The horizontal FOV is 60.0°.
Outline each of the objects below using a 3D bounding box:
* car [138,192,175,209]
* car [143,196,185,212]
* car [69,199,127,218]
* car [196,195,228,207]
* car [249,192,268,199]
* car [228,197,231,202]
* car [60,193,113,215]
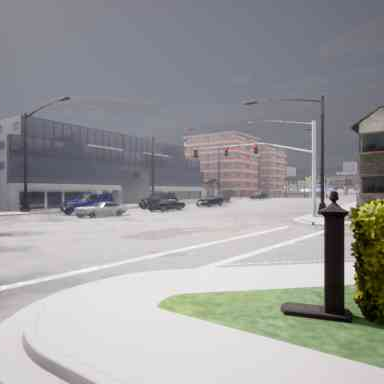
[{"bbox_3d":[-4.171,1.072,41.476,2.150,2.045,5.566,0,1,36],"label":"car"},{"bbox_3d":[-2.866,1.493,37.240,1.895,1.301,4.718,0,1,35],"label":"car"},{"bbox_3d":[-8.124,1.555,29.736,1.895,1.301,4.718,0,0,35],"label":"car"},{"bbox_3d":[2.403,1.217,44.756,2.128,1.511,4.902,0,1,35],"label":"car"},{"bbox_3d":[13.369,0.737,66.369,2.033,1.411,5.357,0,0,35],"label":"car"},{"bbox_3d":[4.304,1.104,53.561,1.895,1.301,4.718,0,2,35],"label":"car"},{"bbox_3d":[-10.160,1.171,32.933,2.150,2.045,5.566,0,0,35],"label":"car"}]
